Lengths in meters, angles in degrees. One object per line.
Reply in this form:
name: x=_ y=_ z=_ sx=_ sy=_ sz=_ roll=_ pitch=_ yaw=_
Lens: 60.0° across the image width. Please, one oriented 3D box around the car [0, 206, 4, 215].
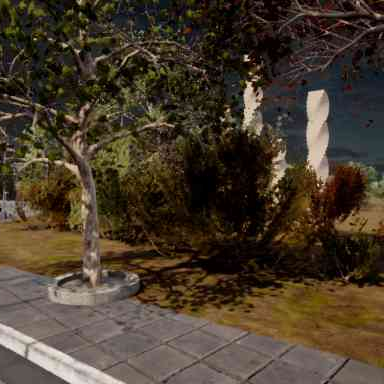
car: x=-18.491 y=1.513 z=29.117 sx=2.033 sy=1.411 sz=5.357 roll=1 pitch=1 yaw=-7
